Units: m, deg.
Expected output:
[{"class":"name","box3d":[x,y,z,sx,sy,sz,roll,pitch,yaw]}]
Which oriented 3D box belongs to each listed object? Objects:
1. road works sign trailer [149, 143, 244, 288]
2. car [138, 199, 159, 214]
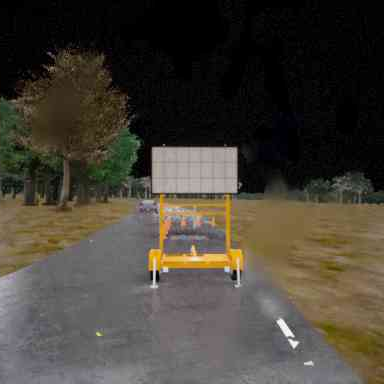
[{"class":"road works sign trailer","box3d":[0.071,0.464,9.224,2.380,3.560,2.880,0,0,-2]},{"class":"car","box3d":[-4.753,1.528,36.276,1.812,1.442,4.674,0,0,-7]}]
